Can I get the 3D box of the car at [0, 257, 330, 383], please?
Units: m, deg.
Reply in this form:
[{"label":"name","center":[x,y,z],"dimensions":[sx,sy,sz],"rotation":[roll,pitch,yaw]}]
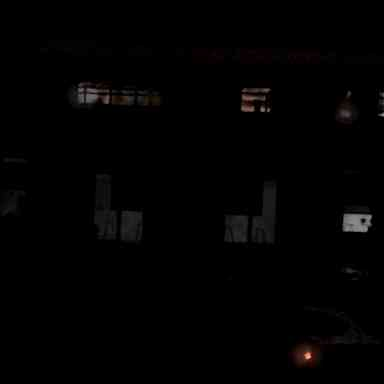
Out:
[{"label":"car","center":[-1.321,1.536,3.903],"dimensions":[5.357,1.411,2.033],"rotation":[1,0,1]}]
